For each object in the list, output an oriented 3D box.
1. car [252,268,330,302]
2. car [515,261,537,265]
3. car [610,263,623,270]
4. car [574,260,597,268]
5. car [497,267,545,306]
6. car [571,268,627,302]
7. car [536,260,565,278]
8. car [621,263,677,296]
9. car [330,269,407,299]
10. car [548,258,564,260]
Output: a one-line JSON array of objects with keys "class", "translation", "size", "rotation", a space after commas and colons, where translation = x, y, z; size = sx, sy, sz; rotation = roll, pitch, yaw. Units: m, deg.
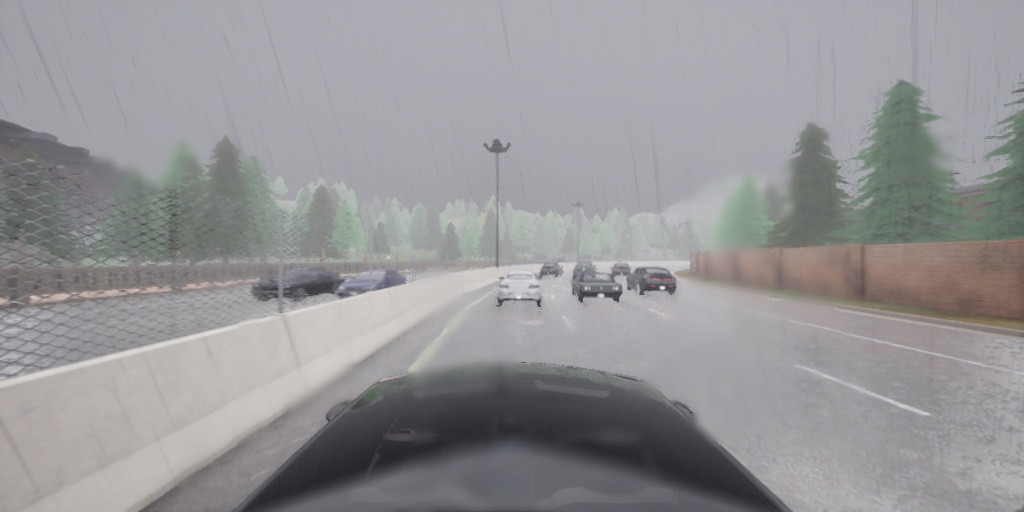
[{"class": "car", "translation": [-10.283, 1.436, 17.735], "size": [1.895, 1.301, 4.718], "rotation": [0, 0, 4]}, {"class": "car", "translation": [3.022, 1.573, 62.270], "size": [2.128, 1.511, 4.902], "rotation": [0, 0, 29]}, {"class": "car", "translation": [11.084, 1.445, 36.307], "size": [1.837, 1.490, 4.892], "rotation": [0, 0, 17]}, {"class": "car", "translation": [7.475, 1.292, 36.376], "size": [2.097, 1.767, 4.553], "rotation": [0, 0, 16]}, {"class": "car", "translation": [0.401, 1.355, 16.227], "size": [1.812, 1.442, 4.674], "rotation": [0, 0, 3]}, {"class": "car", "translation": [4.011, 1.439, 17.701], "size": [1.895, 1.301, 4.718], "rotation": [0, 0, 4]}, {"class": "car", "translation": [4.254, 1.453, 37.867], "size": [1.837, 1.490, 4.892], "rotation": [0, 0, 16]}, {"class": "car", "translation": [7.778, 1.358, 20.372], "size": [1.837, 1.490, 4.892], "rotation": [0, 0, 6]}, {"class": "car", "translation": [-6.709, 1.362, 17.777], "size": [1.812, 1.442, 4.674], "rotation": [0, 0, 4]}, {"class": "car", "translation": [7.498, 1.307, 63.120], "size": [2.150, 2.045, 5.566], "rotation": [0, 0, 31]}]
